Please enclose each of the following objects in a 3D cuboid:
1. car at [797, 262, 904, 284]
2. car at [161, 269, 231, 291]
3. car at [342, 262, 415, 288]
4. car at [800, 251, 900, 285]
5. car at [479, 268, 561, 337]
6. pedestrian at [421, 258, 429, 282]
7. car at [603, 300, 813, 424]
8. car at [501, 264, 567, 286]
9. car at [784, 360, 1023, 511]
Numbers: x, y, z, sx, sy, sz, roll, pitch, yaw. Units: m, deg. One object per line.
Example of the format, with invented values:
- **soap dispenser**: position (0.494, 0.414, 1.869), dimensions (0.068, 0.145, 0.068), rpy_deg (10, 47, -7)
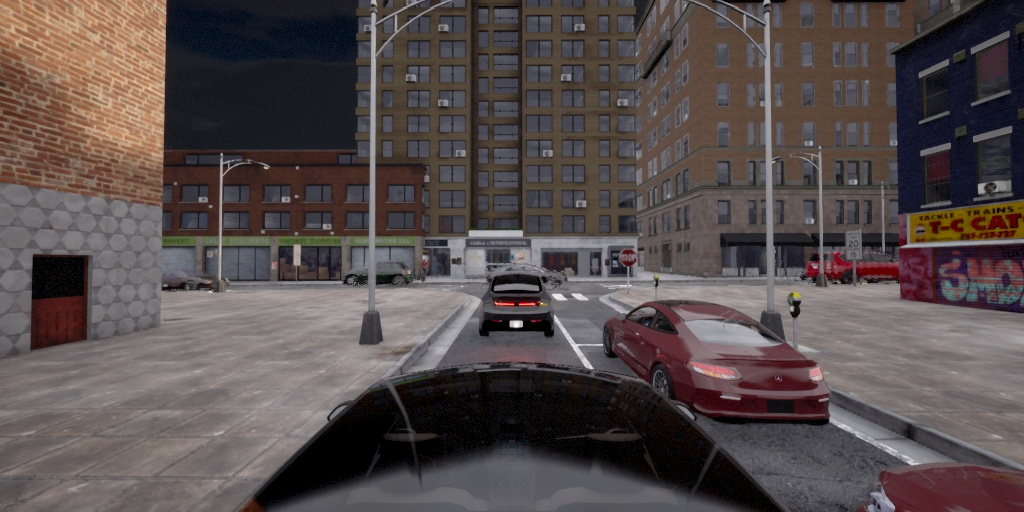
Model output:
- **car**: position (23.093, 1.121, 24.620), dimensions (5.357, 1.411, 2.033), rpy_deg (0, -1, 0)
- **car**: position (-20.450, 1.503, 21.915), dimensions (5.357, 1.411, 2.033), rpy_deg (-1, -1, 0)
- **car**: position (-9.206, 1.223, 24.805), dimensions (4.553, 1.767, 2.097), rpy_deg (-1, -1, 0)
- **car**: position (21.034, 0.755, 21.687), dimensions (5.566, 2.045, 2.150), rpy_deg (0, -1, 0)
- **car**: position (0.141, 1.257, 10.348), dimensions (1.837, 1.490, 4.892), rpy_deg (0, 0, 1)
- **pedestrian**: position (-6.780, 1.042, 27.706), dimensions (0.375, 1.860, 0.375), rpy_deg (0, -1, 0)
- **car**: position (2.645, 1.333, 5.608), dimensions (1.802, 1.307, 4.207), rpy_deg (0, 0, 0)
- **car**: position (0.864, 1.230, 21.782), dimensions (4.902, 1.511, 2.128), rpy_deg (0, 0, 0)
- **car**: position (2.636, 1.331, 0.169), dimensions (1.802, 1.307, 4.207), rpy_deg (0, 0, 0)
